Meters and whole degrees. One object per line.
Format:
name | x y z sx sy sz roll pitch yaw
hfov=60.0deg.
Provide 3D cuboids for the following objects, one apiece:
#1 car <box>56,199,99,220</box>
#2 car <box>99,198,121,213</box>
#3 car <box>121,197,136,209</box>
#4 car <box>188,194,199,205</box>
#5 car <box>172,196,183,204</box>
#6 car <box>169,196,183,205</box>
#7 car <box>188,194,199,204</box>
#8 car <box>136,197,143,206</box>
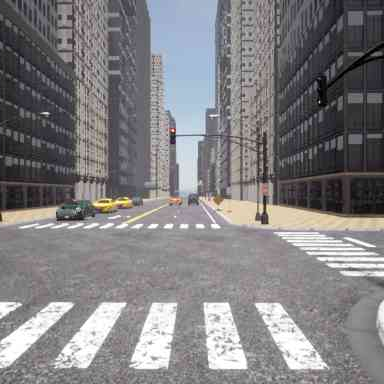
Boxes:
car | -9.769 1.374 28.208 2.097 1.767 4.553 0 0 0
car | -9.745 1.516 37.395 1.882 1.535 5.008 0 0 0
car | -9.712 1.538 47.077 1.882 1.535 5.008 0 0 0
car | 0.272 1.606 60.127 1.837 1.490 4.892 0 0 0
car | -2.978 1.633 70.104 2.128 1.511 4.902 0 0 0
car | -2.978 1.452 59.916 2.097 1.767 4.553 0 0 0
car | 0.274 1.361 70.335 2.150 2.045 5.566 0 0 0
car | -9.641 1.640 57.725 2.033 1.411 5.357 0 0 1
